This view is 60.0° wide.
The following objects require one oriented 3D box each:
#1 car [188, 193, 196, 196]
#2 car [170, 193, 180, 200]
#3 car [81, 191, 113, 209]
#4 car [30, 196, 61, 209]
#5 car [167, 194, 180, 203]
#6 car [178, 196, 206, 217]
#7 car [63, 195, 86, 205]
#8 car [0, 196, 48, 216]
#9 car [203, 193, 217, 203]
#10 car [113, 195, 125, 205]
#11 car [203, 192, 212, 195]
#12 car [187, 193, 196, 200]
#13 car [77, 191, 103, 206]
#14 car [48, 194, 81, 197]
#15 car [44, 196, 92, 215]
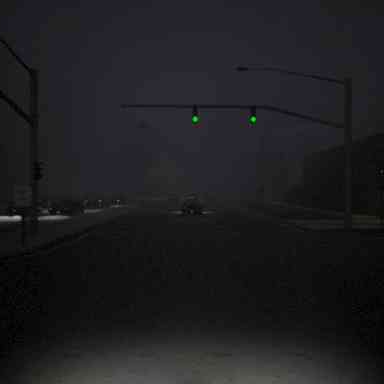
[{"bbox_3d":[-0.014,1.135,59.558,1.837,1.490,4.892,0,0,0],"label":"car"},{"bbox_3d":[-3.516,0.998,69.977,1.994,1.385,4.181,0,0,0],"label":"car"},{"bbox_3d":[-11.514,1.099,40.565,2.097,1.767,4.553,0,0,0],"label":"car"},{"bbox_3d":[-18.510,1.241,42.370,1.837,1.490,4.892,0,0,0],"label":"car"},{"bbox_3d":[-3.514,1.153,59.974,1.812,1.442,4.674,0,0,0],"label":"car"},{"bbox_3d":[-0.007,1.345,28.949,1.812,1.442,4.674,0,0,0],"label":"car"},{"bbox_3d":[-18.512,1.178,52.549,1.837,1.490,4.892,0,0,0],"label":"car"},{"bbox_3d":[-15.084,1.375,30.243,1.994,1.385,4.181,0,0,0],"label":"car"},{"bbox_3d":[3.486,1.228,60.006,1.895,1.301,4.718,0,0,0],"label":"car"},{"bbox_3d":[-11.512,1.189,50.740,1.837,1.490,4.892,0,0,0],"label":"car"},{"bbox_3d":[3.484,0.801,69.948,2.097,1.767,4.553,0,0,0],"label":"car"},{"bbox_3d":[-0.016,0.946,69.978,1.837,1.490,4.892,0,0,0],"label":"car"},{"bbox_3d":[-15.011,0.913,49.491,2.150,2.045,5.566,0,0,0],"label":"car"},{"bbox_3d":[-15.024,1.262,38.934,1.837,1.490,4.892,0,0,0],"label":"car"},{"bbox_3d":[-11.582,1.351,31.448,2.033,1.411,5.357,0,0,0],"label":"car"}]
